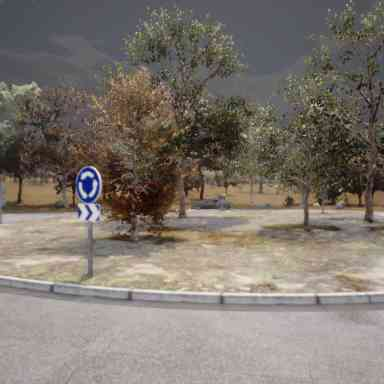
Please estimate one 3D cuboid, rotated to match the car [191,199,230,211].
[{"bbox_3d":[2.168,1.580,40.348,4.892,1.490,1.837,0,-2,3],"label":"car"}]
